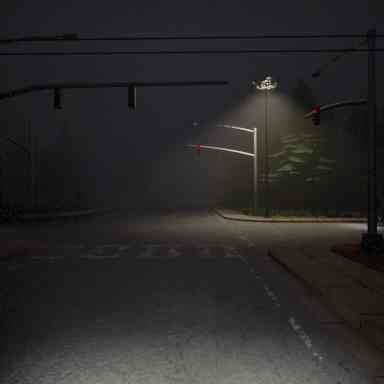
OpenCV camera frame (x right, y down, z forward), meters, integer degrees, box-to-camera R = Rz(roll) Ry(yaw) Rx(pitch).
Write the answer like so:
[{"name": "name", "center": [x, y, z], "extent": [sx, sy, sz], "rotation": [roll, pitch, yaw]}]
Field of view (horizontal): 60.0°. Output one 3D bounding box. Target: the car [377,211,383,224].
[{"name": "car", "center": [14.895, 1.513, 22.079], "extent": [4.892, 1.490, 1.837], "rotation": [0, 0, 1]}]
